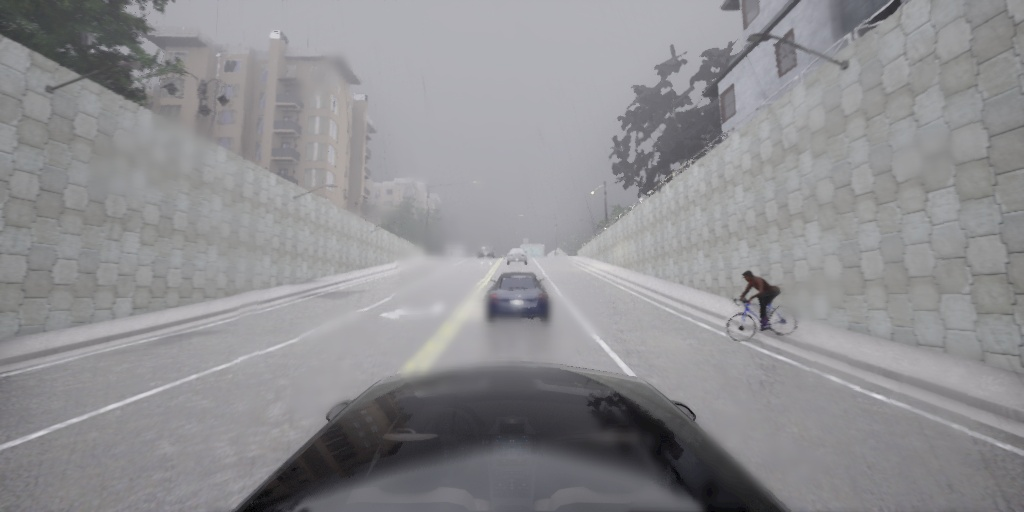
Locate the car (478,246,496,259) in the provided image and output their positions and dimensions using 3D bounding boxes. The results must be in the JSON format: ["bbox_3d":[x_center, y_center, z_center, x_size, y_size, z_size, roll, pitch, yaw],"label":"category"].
[{"bbox_3d":[-3.011,-0.471,44.086,2.128,1.511,4.902,0,1,1],"label":"car"}]

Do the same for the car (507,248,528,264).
[{"bbox_3d":[0.483,-0.025,34.859,1.812,1.442,4.674,0,3,1],"label":"car"}]

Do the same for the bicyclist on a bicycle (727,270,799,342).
[{"bbox_3d":[5.672,1.115,8.222,1.656,1.620,0.582,-9,1,1],"label":"bicyclist on a bicycle"}]

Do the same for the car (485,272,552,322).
[{"bbox_3d":[0.204,1.208,12.032,1.994,1.385,4.181,0,2,1],"label":"car"}]
